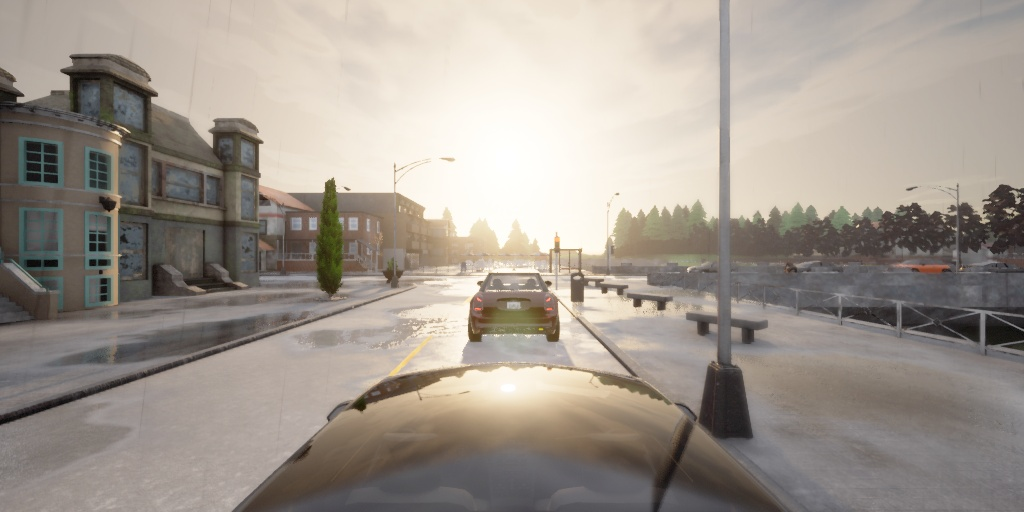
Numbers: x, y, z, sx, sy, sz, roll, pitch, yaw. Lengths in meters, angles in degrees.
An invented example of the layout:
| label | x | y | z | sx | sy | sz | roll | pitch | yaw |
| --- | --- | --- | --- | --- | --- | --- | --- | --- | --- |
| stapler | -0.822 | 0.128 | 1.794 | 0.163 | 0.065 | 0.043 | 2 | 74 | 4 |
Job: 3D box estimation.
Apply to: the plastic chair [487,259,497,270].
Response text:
| label | x | y | z | sx | sy | sz | roll | pitch | yaw |
| --- | --- | --- | --- | --- | --- | --- | --- | --- | --- |
| plastic chair | -2.802 | 1.279 | 49.846 | 0.730 | 1.272 | 0.750 | 0 | 0 | 0 |

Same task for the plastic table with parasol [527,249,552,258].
| label | x | y | z | sx | sy | sz | roll | pitch | yaw |
| --- | --- | --- | --- | --- | --- | --- | --- | --- | --- |
| plastic table with parasol | 3.736 | 0.675 | 49.194 | 2.482 | 2.480 | 2.482 | 0 | 0 | 0 |

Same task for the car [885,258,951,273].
| label | x | y | z | sx | sy | sz | roll | pitch | yaw |
| --- | --- | --- | --- | --- | --- | --- | --- | --- | --- |
| car | 38.355 | 1.103 | 33.996 | 4.553 | 1.767 | 2.097 | 0 | 0 | 0 |

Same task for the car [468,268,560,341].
| label | x | y | z | sx | sy | sz | roll | pitch | yaw |
| --- | --- | --- | --- | --- | --- | --- | --- | --- | --- |
| car | 0.065 | 1.102 | 9.995 | 2.097 | 1.767 | 4.553 | 0 | 0 | 1 |

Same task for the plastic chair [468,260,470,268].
| label | x | y | z | sx | sy | sz | roll | pitch | yaw |
| --- | --- | --- | --- | --- | --- | --- | --- | --- | --- |
| plastic chair | -5.401 | 1.279 | 50.054 | 0.730 | 1.272 | 0.750 | 0 | 0 | 0 |

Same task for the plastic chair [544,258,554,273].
| label | x | y | z | sx | sy | sz | roll | pitch | yaw |
| --- | --- | --- | --- | --- | --- | --- | --- | --- | --- |
| plastic chair | 4.995 | 1.279 | 49.020 | 0.730 | 1.272 | 0.750 | 0 | 0 | 0 |

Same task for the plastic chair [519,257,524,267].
| label | x | y | z | sx | sy | sz | roll | pitch | yaw |
| --- | --- | --- | --- | --- | --- | --- | --- | --- | --- |
| plastic chair | 1.246 | 1.279 | 63.364 | 0.750 | 1.272 | 0.730 | 0 | 0 | 0 |

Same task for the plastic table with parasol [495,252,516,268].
| label | x | y | z | sx | sy | sz | roll | pitch | yaw |
| --- | --- | --- | --- | --- | --- | --- | --- | --- | --- |
| plastic table with parasol | -1.029 | 0.675 | 56.940 | 2.482 | 2.480 | 2.482 | 0 | 0 | 0 |

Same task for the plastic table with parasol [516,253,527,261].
| label | x | y | z | sx | sy | sz | roll | pitch | yaw |
| --- | --- | --- | --- | --- | --- | --- | --- | --- | --- |
| plastic table with parasol | 1.366 | 0.675 | 64.542 | 2.482 | 2.480 | 2.482 | 0 | 0 | 0 |

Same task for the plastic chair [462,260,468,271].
| label | x | y | z | sx | sy | sz | roll | pitch | yaw |
| --- | --- | --- | --- | --- | --- | --- | --- | --- | --- |
| plastic chair | -6.880 | 1.279 | 55.391 | 0.750 | 1.272 | 0.730 | 0 | 0 | 0 |

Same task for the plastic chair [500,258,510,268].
| label | x | y | z | sx | sy | sz | roll | pitch | yaw |
| --- | --- | --- | --- | --- | --- | --- | --- | --- | --- |
| plastic chair | -1.083 | 1.279 | 55.740 | 0.750 | 1.272 | 0.730 | 0 | 0 | 0 |

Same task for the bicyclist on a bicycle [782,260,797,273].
| label | x | y | z | sx | sy | sz | roll | pitch | yaw |
| --- | --- | --- | --- | --- | --- | --- | --- | --- | --- |
| bicyclist on a bicycle | 19.889 | 1.099 | 25.676 | 0.582 | 1.620 | 1.656 | 0 | 0 | 0 |

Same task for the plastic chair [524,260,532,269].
| label | x | y | z | sx | sy | sz | roll | pitch | yaw |
| --- | --- | --- | --- | --- | --- | --- | --- | --- | --- |
| plastic chair | 2.396 | 1.279 | 49.228 | 0.730 | 1.272 | 0.750 | 0 | 0 | 0 |

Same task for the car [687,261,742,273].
| label | x | y | z | sx | sy | sz | roll | pitch | yaw |
| --- | --- | --- | --- | --- | --- | --- | --- | --- | --- |
| car | 19.235 | 1.241 | 34.077 | 4.902 | 1.511 | 2.128 | 0 | 0 | 0 |

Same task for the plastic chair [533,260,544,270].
| label | x | y | z | sx | sy | sz | roll | pitch | yaw |
| --- | --- | --- | --- | --- | --- | --- | --- | --- | --- |
| plastic chair | 3.592 | 1.279 | 47.924 | 0.750 | 1.272 | 0.730 | 0 | 0 | 0 |

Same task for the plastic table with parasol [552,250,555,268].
| label | x | y | z | sx | sy | sz | roll | pitch | yaw |
| --- | --- | --- | --- | --- | --- | --- | --- | --- | --- |
| plastic table with parasol | 5.174 | 0.675 | 57.819 | 2.482 | 2.480 | 2.482 | 0 | 0 | 0 |

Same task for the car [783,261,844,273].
| label | x | y | z | sx | sy | sz | roll | pitch | yaw |
| --- | --- | --- | --- | --- | --- | --- | --- | --- | --- |
| car | 28.533 | 1.255 | 34.043 | 4.892 | 1.490 | 1.837 | 0 | 0 | 0 |

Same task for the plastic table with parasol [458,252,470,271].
| label | x | y | z | sx | sy | sz | roll | pitch | yaw |
| --- | --- | --- | --- | --- | --- | --- | --- | --- | --- |
| plastic table with parasol | -6.950 | 0.675 | 56.569 | 2.482 | 2.480 | 2.482 | 0 | 0 | 0 |

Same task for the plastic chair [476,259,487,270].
| label | x | y | z | sx | sy | sz | roll | pitch | yaw |
| --- | --- | --- | --- | --- | --- | --- | --- | --- | --- |
| plastic chair | -4.206 | 1.279 | 48.750 | 0.750 | 1.272 | 0.730 | 0 | 0 | 0 |

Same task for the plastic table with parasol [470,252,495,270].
| label | x | y | z | sx | sy | sz | roll | pitch | yaw |
| --- | --- | --- | --- | --- | --- | --- | --- | --- | --- |
| plastic table with parasol | -4.082 | 0.675 | 49.970 | 2.482 | 2.480 | 2.482 | 0 | 0 | 0 |

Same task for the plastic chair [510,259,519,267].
| label | x | y | z | sx | sy | sz | roll | pitch | yaw |
| --- | --- | --- | --- | --- | --- | --- | --- | --- | --- |
| plastic chair | 0.321 | 1.279 | 56.835 | 0.730 | 1.272 | 0.750 | 0 | 0 | 0 |

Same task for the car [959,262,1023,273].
| label | x | y | z | sx | sy | sz | roll | pitch | yaw |
| --- | --- | --- | --- | --- | --- | --- | --- | --- | --- |
| car | 40.464 | 1.255 | 29.898 | 4.892 | 1.490 | 1.837 | 0 | 0 | 1 |
